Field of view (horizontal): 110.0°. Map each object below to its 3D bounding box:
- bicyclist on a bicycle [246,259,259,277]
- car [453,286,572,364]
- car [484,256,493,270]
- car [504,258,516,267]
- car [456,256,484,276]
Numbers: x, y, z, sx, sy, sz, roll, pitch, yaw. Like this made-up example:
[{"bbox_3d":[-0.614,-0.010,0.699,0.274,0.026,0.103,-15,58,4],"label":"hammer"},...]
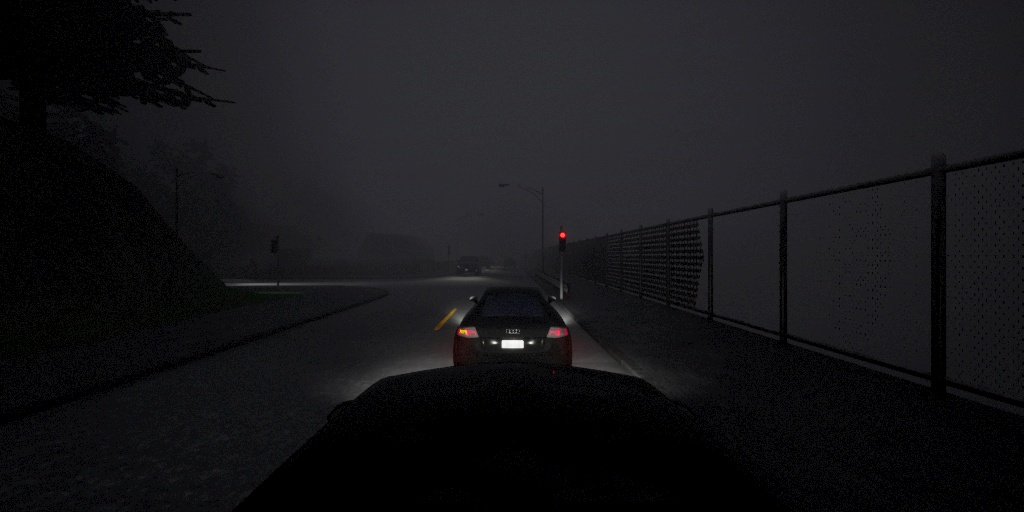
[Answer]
[{"bbox_3d":[-24.055,1.099,33.289,0.582,1.620,1.656,0,0,0],"label":"bicyclist on a bicycle"},{"bbox_3d":[0.017,1.314,7.477,1.994,1.385,4.181,0,0,0],"label":"car"},{"bbox_3d":[-4.531,0.973,54.463,2.150,2.045,5.566,0,0,0],"label":"car"},{"bbox_3d":[-0.412,1.102,63.689,2.097,1.767,4.553,0,0,0],"label":"car"},{"bbox_3d":[-4.393,0.972,36.973,2.150,2.045,5.566,0,0,0],"label":"car"}]
